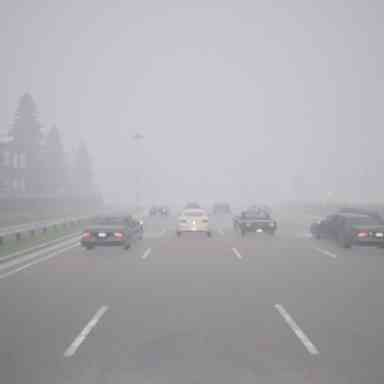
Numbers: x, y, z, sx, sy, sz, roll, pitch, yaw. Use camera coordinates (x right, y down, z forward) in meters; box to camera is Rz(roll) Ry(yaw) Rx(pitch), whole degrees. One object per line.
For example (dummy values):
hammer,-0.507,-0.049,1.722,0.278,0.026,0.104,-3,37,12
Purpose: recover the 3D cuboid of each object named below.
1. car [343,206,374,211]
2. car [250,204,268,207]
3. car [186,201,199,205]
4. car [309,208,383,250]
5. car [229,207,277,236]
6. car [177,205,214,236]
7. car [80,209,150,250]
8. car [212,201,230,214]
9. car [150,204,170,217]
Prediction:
car,10.602,1.714,21.924,1.837,1.490,4.892,0,0,0
car,7.094,1.938,35.639,1.895,1.301,4.718,0,-1,0
car,0.047,1.880,39.444,1.837,1.490,4.892,0,0,-1
car,7.102,1.691,15.118,2.033,1.411,5.357,0,-1,0
car,3.602,1.790,19.932,1.895,1.301,4.718,0,-1,0
car,0.103,1.712,19.621,1.812,1.442,4.674,0,0,0
car,-3.398,1.691,15.077,2.033,1.411,5.357,0,-1,0
car,3.508,1.866,41.062,1.882,1.535,5.008,0,0,-2
car,-3.404,1.938,35.630,1.895,1.301,4.718,0,-1,0
